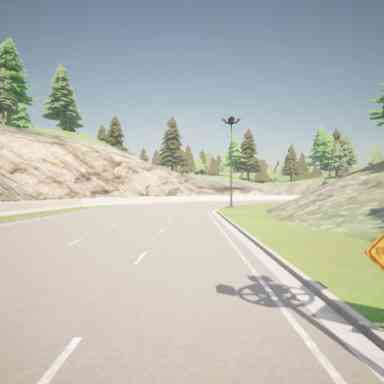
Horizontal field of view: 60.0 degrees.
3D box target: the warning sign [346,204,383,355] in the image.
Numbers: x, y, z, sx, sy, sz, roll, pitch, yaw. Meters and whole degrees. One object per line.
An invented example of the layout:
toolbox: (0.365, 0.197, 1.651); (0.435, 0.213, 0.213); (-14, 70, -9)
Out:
warning sign: (3.050, 1.112, 4.649); (1.300, 1.860, 1.060); (0, 0, 0)
